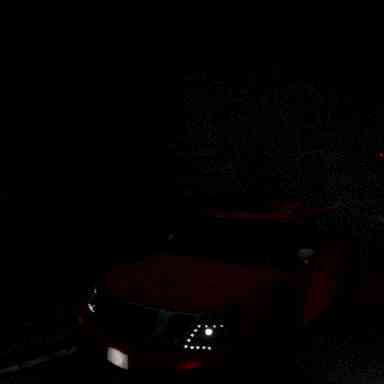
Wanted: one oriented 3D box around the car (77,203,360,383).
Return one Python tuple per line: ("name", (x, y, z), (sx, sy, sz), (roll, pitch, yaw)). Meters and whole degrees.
("car", (1.026, 1.238, 5.324), (2.150, 2.045, 5.566), (0, 0, 39))
